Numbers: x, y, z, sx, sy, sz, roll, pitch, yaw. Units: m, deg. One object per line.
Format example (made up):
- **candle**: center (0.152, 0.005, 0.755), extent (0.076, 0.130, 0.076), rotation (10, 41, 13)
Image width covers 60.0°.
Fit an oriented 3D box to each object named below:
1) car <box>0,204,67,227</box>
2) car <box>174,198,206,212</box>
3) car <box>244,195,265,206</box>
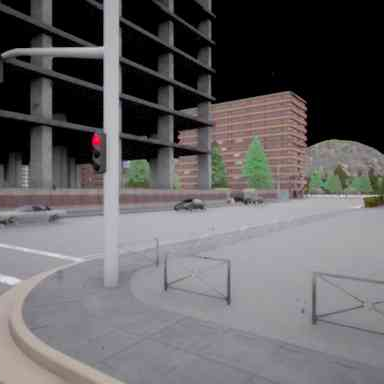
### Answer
- **car**: center (-10.945, 1.512, 22.130), extent (1.895, 1.301, 4.718), rotation (0, 0, 35)
- **car**: center (-0.114, 1.437, 37.395), extent (1.812, 1.442, 4.674), rotation (0, 0, 35)
- **car**: center (9.644, 1.217, 51.021), extent (1.837, 1.490, 4.892), rotation (0, 0, 35)
